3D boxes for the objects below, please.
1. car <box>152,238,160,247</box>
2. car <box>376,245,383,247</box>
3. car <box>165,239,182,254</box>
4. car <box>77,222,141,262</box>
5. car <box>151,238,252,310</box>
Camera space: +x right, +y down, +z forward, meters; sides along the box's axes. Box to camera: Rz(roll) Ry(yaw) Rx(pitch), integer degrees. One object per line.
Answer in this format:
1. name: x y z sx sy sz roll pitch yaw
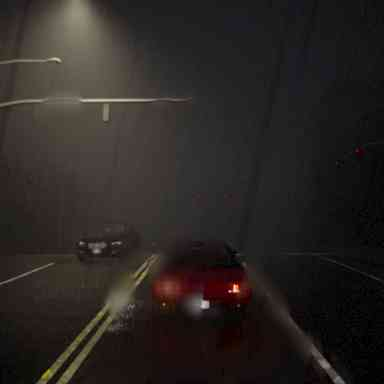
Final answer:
1. car: -3.001 5.675 35.539 2.097 1.767 4.553 0 -10 1
2. car: 17.346 4.704 26.863 4.902 1.511 2.128 4 -10 1
3. car: -2.701 8.365 50.778 2.150 2.045 5.566 0 -11 1
4. car: -3.413 2.053 14.474 2.128 1.511 4.902 0 -4 1
5. car: 0.206 1.866 8.351 1.895 1.301 4.718 0 -2 1
